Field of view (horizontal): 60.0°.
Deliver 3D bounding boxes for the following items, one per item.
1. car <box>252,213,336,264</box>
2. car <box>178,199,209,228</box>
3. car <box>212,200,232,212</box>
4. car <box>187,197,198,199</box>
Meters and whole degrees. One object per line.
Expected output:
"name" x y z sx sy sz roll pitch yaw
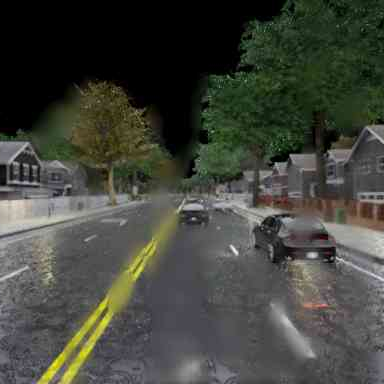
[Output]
"car" 3.350 1.489 11.673 1.837 1.490 4.892 0 1 0
"car" 0.101 1.436 22.062 1.882 1.535 5.008 0 0 0
"car" 3.353 1.508 37.822 1.895 1.301 4.718 0 0 0
"car" 0.102 1.396 41.729 1.837 1.490 4.892 0 0 0
